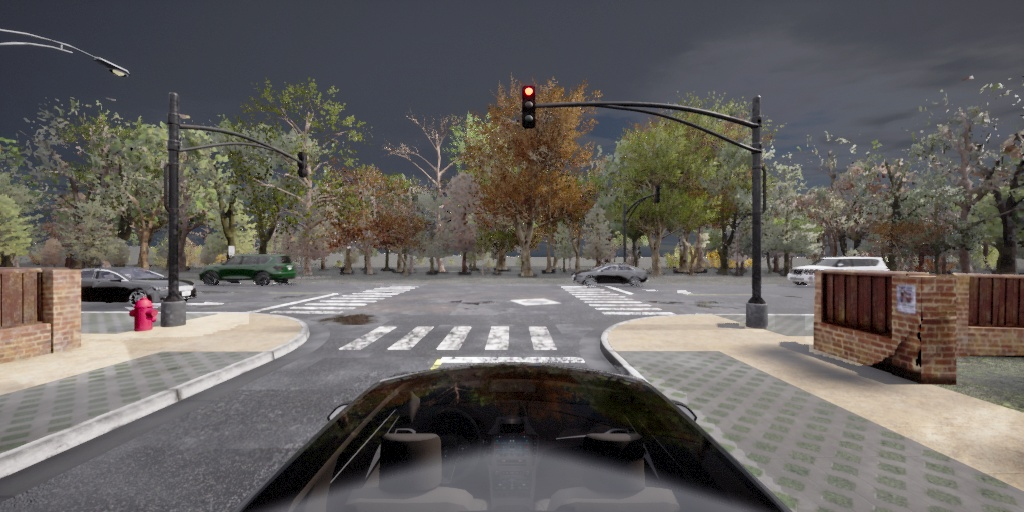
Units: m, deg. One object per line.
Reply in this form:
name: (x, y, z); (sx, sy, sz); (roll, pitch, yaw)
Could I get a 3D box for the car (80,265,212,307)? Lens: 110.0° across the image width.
car: (-15.118, 1.183, 13.946); (4.902, 1.511, 2.128); (0, 0, 0)

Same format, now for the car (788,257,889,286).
car: (21.732, 1.060, 23.944); (5.566, 2.045, 2.150); (0, 0, 0)

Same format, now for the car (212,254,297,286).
car: (-17.469, 0.916, 23.906); (5.566, 2.045, 2.150); (0, 0, 0)

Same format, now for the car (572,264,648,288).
car: (6.517, 1.277, 23.923); (4.902, 1.511, 2.128); (0, 0, 0)
